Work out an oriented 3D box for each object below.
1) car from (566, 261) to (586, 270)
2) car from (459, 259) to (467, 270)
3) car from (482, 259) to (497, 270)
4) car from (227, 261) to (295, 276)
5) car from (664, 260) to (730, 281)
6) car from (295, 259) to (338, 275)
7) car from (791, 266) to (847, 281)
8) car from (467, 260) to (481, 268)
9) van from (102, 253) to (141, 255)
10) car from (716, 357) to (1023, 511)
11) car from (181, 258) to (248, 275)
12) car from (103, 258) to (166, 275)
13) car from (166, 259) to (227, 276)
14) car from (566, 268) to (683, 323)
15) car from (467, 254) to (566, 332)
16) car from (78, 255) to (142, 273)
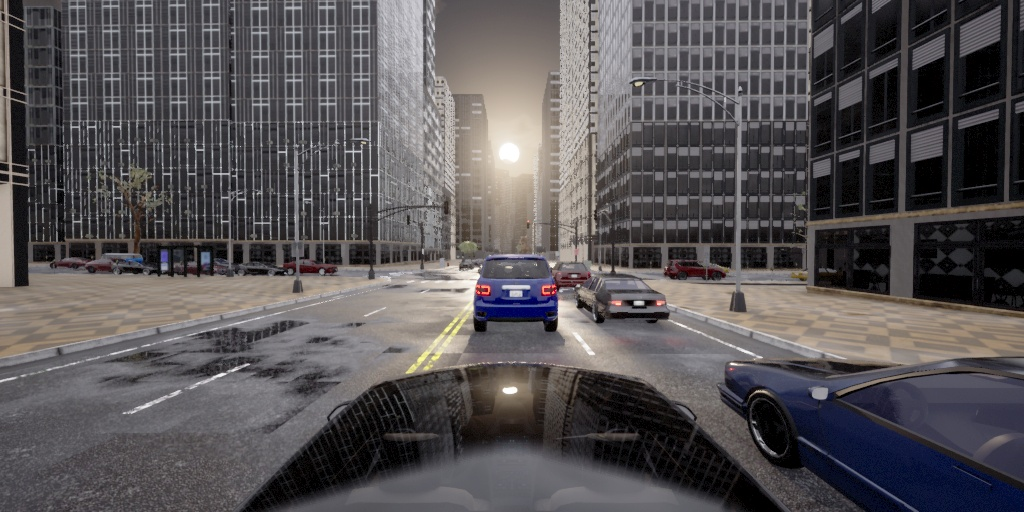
[{"bbox_3d":[3.348,1.092,21.400,2.097,1.767,4.553,0,0,0],"label":"car"},{"bbox_3d":[-6.602,1.220,52.457,1.837,1.490,4.892,0,0,-1],"label":"car"},{"bbox_3d":[-3.336,1.191,53.348,1.882,1.535,5.008,0,0,0],"label":"car"},{"bbox_3d":[-22.732,1.173,32.580,4.313,1.339,1.948,0,0,1],"label":"car"},{"bbox_3d":[16.192,1.268,32.052,5.009,1.841,2.192,0,0,1],"label":"car"},{"bbox_3d":[-19.767,1.068,35.228,5.008,1.535,1.882,1,1,0],"label":"car"},{"bbox_3d":[27.641,1.578,31.855,4.829,1.417,1.751,0,0,1],"label":"car"},{"bbox_3d":[-6.571,1.304,62.760,1.895,1.301,4.718,0,0,0],"label":"car"},{"bbox_3d":[-45.288,0.604,41.547,3.998,1.789,1.690,0,0,1],"label":"van"},{"bbox_3d":[3.350,1.297,1.813,2.033,1.411,5.357,0,0,1],"label":"car"},{"bbox_3d":[-29.269,0.995,35.422,4.902,1.511,2.128,1,1,1],"label":"car"},{"bbox_3d":[-34.097,1.069,32.887,4.313,1.339,1.948,0,0,1],"label":"car"},{"bbox_3d":[-28.416,1.137,32.713,4.207,1.307,1.802,0,0,1],"label":"car"},{"bbox_3d":[3.350,1.293,11.993,2.033,1.411,5.357,0,0,0],"label":"car"},{"bbox_3d":[0.097,0.967,10.990,2.150,2.045,5.566,0,0,0],"label":"car"},{"bbox_3d":[-39.541,0.936,35.635,4.674,1.442,1.812,1,1,1],"label":"car"}]
